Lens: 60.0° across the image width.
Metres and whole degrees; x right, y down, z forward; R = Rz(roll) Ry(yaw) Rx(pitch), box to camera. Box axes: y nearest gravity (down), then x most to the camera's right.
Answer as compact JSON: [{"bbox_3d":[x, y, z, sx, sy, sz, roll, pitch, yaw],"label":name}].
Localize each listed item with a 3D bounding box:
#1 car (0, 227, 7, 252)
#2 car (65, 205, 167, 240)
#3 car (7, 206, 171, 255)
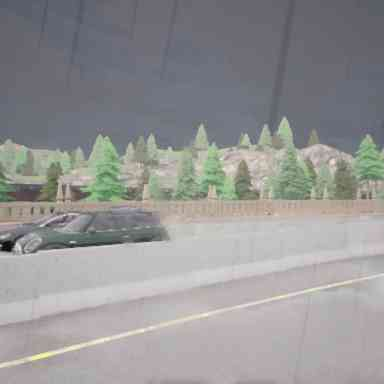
[{"bbox_3d":[-4.979,1.497,13.018,4.902,1.511,2.128,0,0,-33],"label":"car"},{"bbox_3d":[-4.007,1.506,17.775,4.902,1.511,2.128,0,0,-30],"label":"car"},{"bbox_3d":[-2.915,1.357,10.182,4.553,1.767,2.097,0,0,-32],"label":"car"}]
